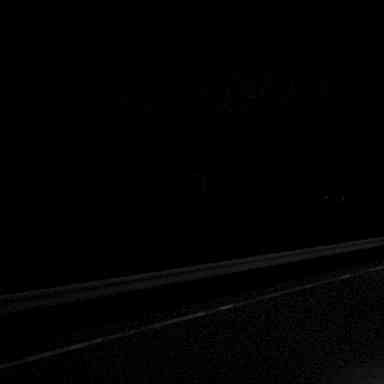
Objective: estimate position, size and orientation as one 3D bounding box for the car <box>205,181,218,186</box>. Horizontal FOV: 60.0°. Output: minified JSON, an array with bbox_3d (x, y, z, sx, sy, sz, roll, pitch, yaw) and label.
[{"bbox_3d":[1.967,-1.040,53.002,4.553,1.767,2.097,5,1,11],"label":"car"}]

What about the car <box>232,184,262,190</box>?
[{"bbox_3d":[8.082,-0.324,48.301,4.902,1.511,2.128,5,2,17],"label":"car"}]
